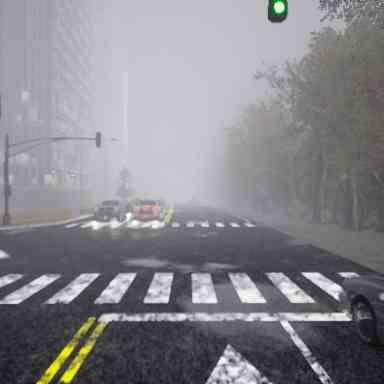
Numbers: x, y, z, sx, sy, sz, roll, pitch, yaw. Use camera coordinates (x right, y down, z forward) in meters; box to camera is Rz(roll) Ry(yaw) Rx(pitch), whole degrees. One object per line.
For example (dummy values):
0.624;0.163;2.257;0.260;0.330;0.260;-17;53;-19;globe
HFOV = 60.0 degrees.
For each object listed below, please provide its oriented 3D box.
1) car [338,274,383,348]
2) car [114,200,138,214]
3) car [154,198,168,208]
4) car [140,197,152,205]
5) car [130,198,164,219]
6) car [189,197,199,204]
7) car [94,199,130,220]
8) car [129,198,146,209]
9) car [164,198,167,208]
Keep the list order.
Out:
3.402;1.534;3.247;2.033;1.411;5.357;-2;1;0;car
-7.464;1.670;37.956;1.994;1.385;4.181;0;0;-2;car
-4.934;1.699;52.898;2.033;1.411;5.357;0;0;-3;car
-8.754;1.753;63.050;1.994;1.385;4.181;0;0;-4;car
-3.897;1.433;29.698;2.097;1.767;4.553;0;0;-2;car
0.442;1.736;70.999;2.128;1.511;4.902;0;0;-5;car
-7.135;1.433;29.332;2.097;1.767;4.553;0;0;-2;car
-7.974;1.617;48.817;1.882;1.535;5.008;0;0;-3;car
-4.258;1.656;39.159;2.033;1.411;5.357;0;0;-3;car
